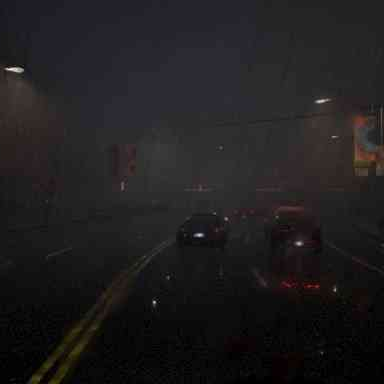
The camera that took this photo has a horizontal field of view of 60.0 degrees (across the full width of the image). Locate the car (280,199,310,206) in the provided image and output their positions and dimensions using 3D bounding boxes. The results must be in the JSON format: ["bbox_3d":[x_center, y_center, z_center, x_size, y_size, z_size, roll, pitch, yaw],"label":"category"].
[{"bbox_3d":[8.159,1.366,26.431,2.097,1.767,4.553,0,0,27],"label":"car"}]

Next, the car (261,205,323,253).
[{"bbox_3d":[4.055,1.516,13.781,1.837,1.490,4.892,0,0,9],"label":"car"}]

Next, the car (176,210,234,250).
[{"bbox_3d":[0.599,1.572,14.338,1.994,1.385,4.181,0,0,9],"label":"car"}]

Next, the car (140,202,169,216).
[{"bbox_3d":[-4.233,1.594,32.201,1.895,1.301,4.718,0,0,30],"label":"car"}]

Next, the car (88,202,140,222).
[{"bbox_3d":[-6.398,1.519,26.895,2.002,1.452,4.674,0,0,20],"label":"car"}]

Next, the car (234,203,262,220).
[{"bbox_3d":[5.062,1.616,28.064,1.895,1.301,4.718,0,0,27],"label":"car"}]
